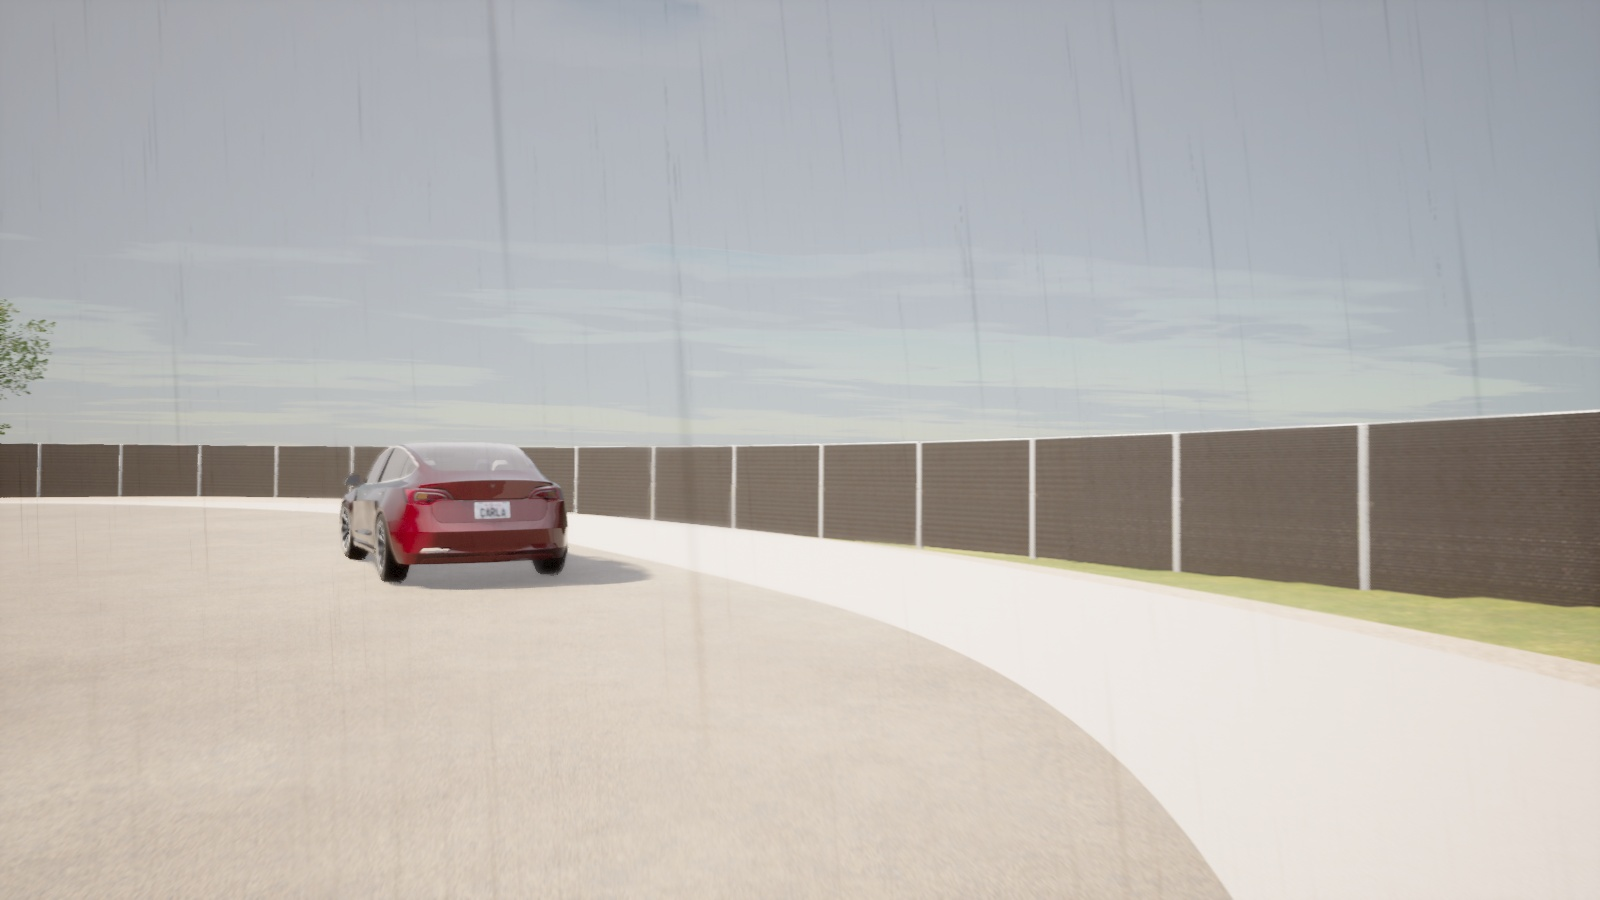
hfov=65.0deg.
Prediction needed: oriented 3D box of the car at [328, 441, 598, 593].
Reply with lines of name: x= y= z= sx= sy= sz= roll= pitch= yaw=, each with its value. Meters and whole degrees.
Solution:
car: x=-4.175 y=0.638 z=14.886 sx=2.163 sy=1.488 sz=4.792 roll=0 pitch=0 yaw=-27
